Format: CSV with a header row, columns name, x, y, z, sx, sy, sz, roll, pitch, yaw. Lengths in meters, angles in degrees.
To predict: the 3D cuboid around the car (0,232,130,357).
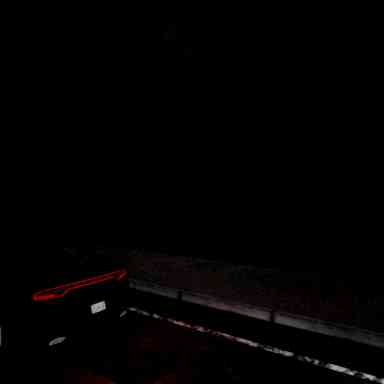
name,x,y,z,sx,sy,sz,roll,pitch,yaw
car,-3.371,1.477,6.094,5.008,1.535,1.882,0,0,34
